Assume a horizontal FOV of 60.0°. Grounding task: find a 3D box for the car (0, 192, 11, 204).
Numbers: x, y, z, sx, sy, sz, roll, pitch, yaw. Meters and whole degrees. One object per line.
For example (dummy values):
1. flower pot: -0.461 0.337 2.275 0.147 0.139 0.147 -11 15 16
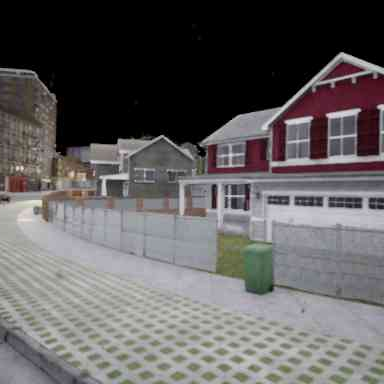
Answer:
1. car: -26.010 0.740 44.791 2.128 1.511 4.902 1 2 -9
